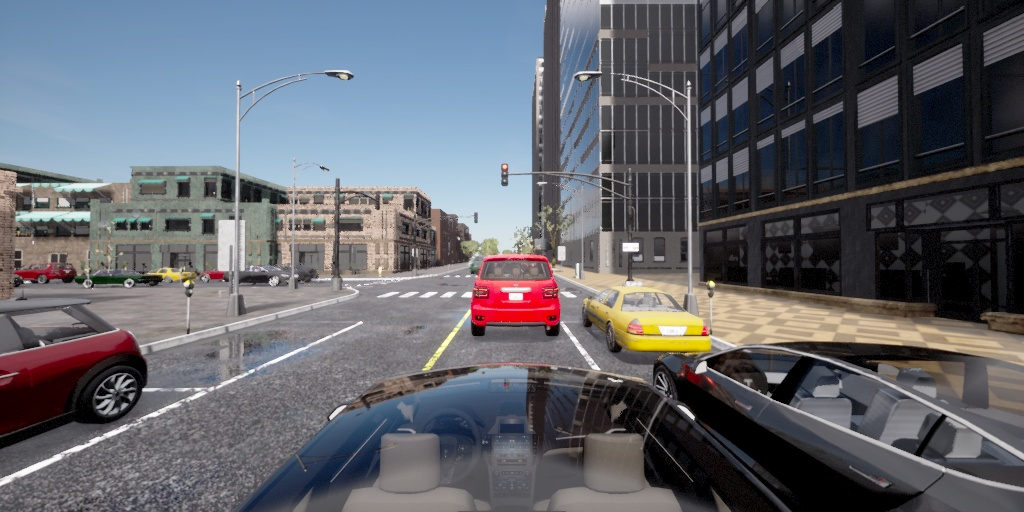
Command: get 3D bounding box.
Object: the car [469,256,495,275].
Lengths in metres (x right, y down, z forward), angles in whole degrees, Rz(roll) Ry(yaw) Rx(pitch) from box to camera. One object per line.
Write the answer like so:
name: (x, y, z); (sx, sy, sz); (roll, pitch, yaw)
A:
car: (-3.299, 0.999, 40.481); (2.150, 2.045, 5.566); (0, 0, 3)

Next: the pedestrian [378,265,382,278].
pedestrian: (-12.619, 1.409, 34.356); (0.375, 1.300, 0.375); (0, 0, 1)

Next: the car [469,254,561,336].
car: (0.080, 0.978, 10.498); (2.150, 2.045, 5.566); (0, 0, 0)

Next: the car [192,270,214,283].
car: (-25.027, 1.498, 31.533); (4.097, 1.591, 1.967); (0, 0, 1)

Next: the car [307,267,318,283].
car: (-18.270, 1.459, 28.839); (4.892, 1.490, 1.837); (0, -1, 1)

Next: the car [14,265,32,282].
car: (-38.507, 1.598, 25.904); (4.892, 1.490, 1.837); (-1, -1, 1)

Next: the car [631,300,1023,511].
car: (2.655, 1.316, 2.809); (1.948, 1.339, 4.313); (0, 0, 0)

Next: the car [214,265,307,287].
car: (-17.891, 1.388, 25.693); (4.902, 1.511, 2.128); (-1, -1, 2)

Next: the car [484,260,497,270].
car: (-3.214, 1.312, 54.180); (1.812, 1.442, 4.674); (0, 0, 0)

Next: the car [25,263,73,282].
car: (-41.671, 1.531, 31.707); (5.009, 1.841, 2.192); (0, 0, 1)

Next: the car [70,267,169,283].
car: (-28.094, 1.594, 25.782); (4.718, 1.301, 1.895); (-1, -1, 1)

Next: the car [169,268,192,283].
car: (-30.745, 1.636, 31.592); (4.829, 1.417, 1.751); (0, 0, 1)

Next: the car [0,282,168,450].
car: (-5.693, 1.190, 2.845); (1.967, 1.591, 4.097); (0, 0, 0)

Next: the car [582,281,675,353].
car: (2.813, 1.279, 8.623); (1.751, 1.417, 4.829); (0, 0, 0)
